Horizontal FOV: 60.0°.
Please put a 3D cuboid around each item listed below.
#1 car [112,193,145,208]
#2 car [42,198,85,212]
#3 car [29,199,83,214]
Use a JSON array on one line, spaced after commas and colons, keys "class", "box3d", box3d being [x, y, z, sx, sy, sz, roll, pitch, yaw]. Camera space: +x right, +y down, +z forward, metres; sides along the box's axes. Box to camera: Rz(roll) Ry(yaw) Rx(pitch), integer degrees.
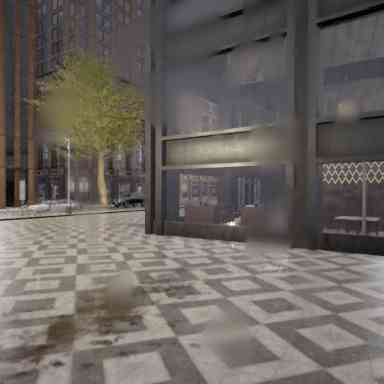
[{"class": "car", "box3d": [-8.435, 1.105, 46.290, 2.150, 2.045, 5.566, 0, 0, 35]}, {"class": "car", "box3d": [-14.516, 1.471, 37.795, 1.994, 1.385, 4.181, 0, 0, 35]}, {"class": "car", "box3d": [-13.676, 1.529, 33.456, 1.895, 1.301, 4.718, 0, 0, 36]}]
